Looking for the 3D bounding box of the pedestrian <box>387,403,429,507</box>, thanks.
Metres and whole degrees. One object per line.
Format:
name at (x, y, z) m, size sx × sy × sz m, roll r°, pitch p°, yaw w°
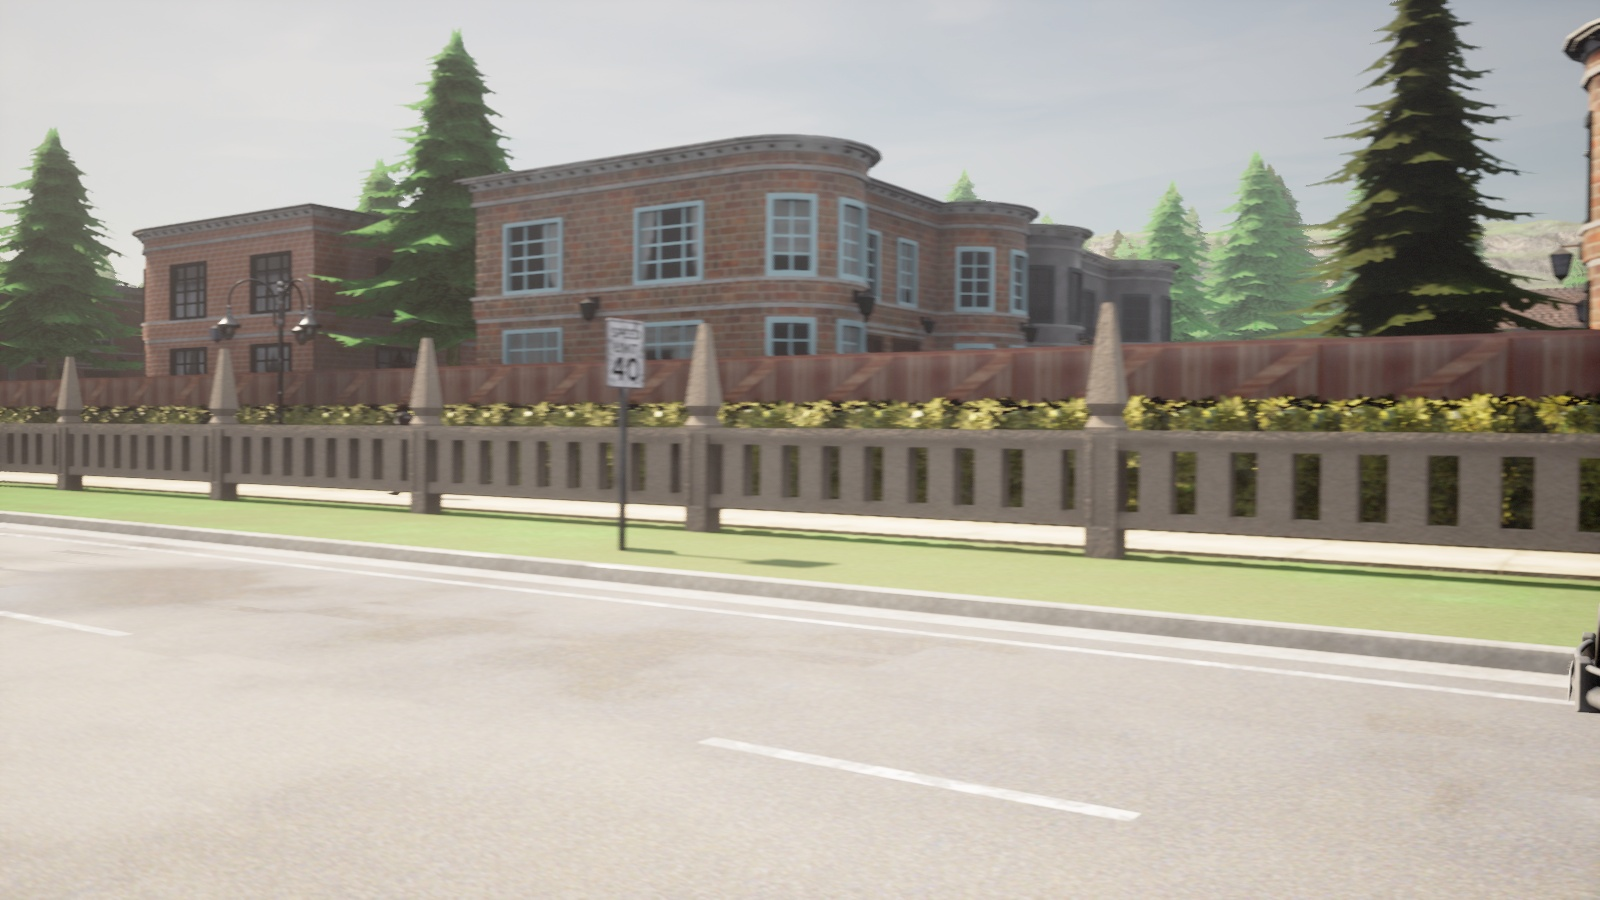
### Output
pedestrian at (-7.367, 0.086, 23.589) m, size 0.666 × 1.930 × 0.402 m, roll 0°, pitch 1°, yaw 34°
